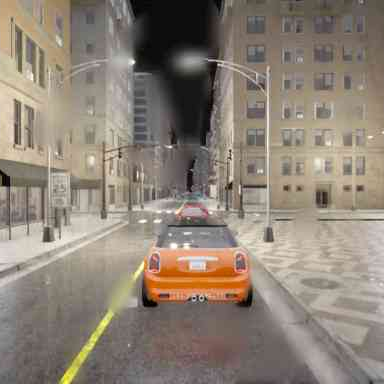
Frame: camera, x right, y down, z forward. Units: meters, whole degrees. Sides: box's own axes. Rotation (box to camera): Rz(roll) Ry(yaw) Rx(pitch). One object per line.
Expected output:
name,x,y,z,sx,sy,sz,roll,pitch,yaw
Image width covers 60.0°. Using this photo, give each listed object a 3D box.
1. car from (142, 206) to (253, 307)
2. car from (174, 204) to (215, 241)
car,0.095,1.352,8.133,2.097,1.767,4.553,0,0,0
car,0.098,1.477,17.734,1.882,1.535,5.008,0,0,0
